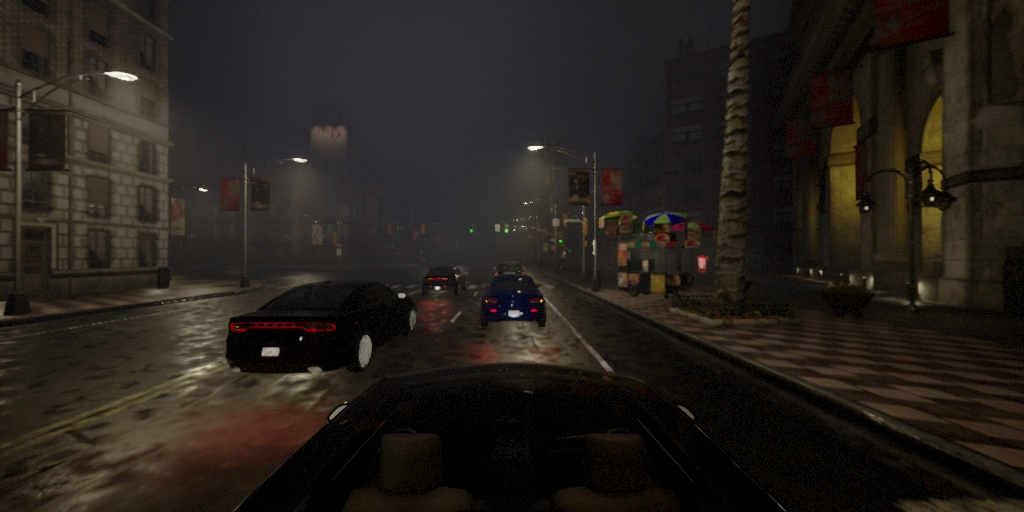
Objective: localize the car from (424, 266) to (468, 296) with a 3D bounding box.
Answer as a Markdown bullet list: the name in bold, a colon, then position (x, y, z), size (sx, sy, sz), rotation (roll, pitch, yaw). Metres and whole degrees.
- **car**: position (-3.595, 1.285, 19.590), size (1.837, 1.490, 4.892), rotation (0, 0, -1)

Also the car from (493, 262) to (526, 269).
- **car**: position (-0.139, 1.137, 22.990), size (2.097, 1.767, 4.553), rotation (0, 0, -1)

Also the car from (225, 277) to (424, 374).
- **car**: position (-3.489, 1.239, 7.646), size (1.882, 1.535, 5.008), rotation (0, 0, 0)

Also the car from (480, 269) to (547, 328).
- **car**: position (0.019, 1.292, 11.356), size (1.812, 1.442, 4.674), rotation (0, 0, -1)
